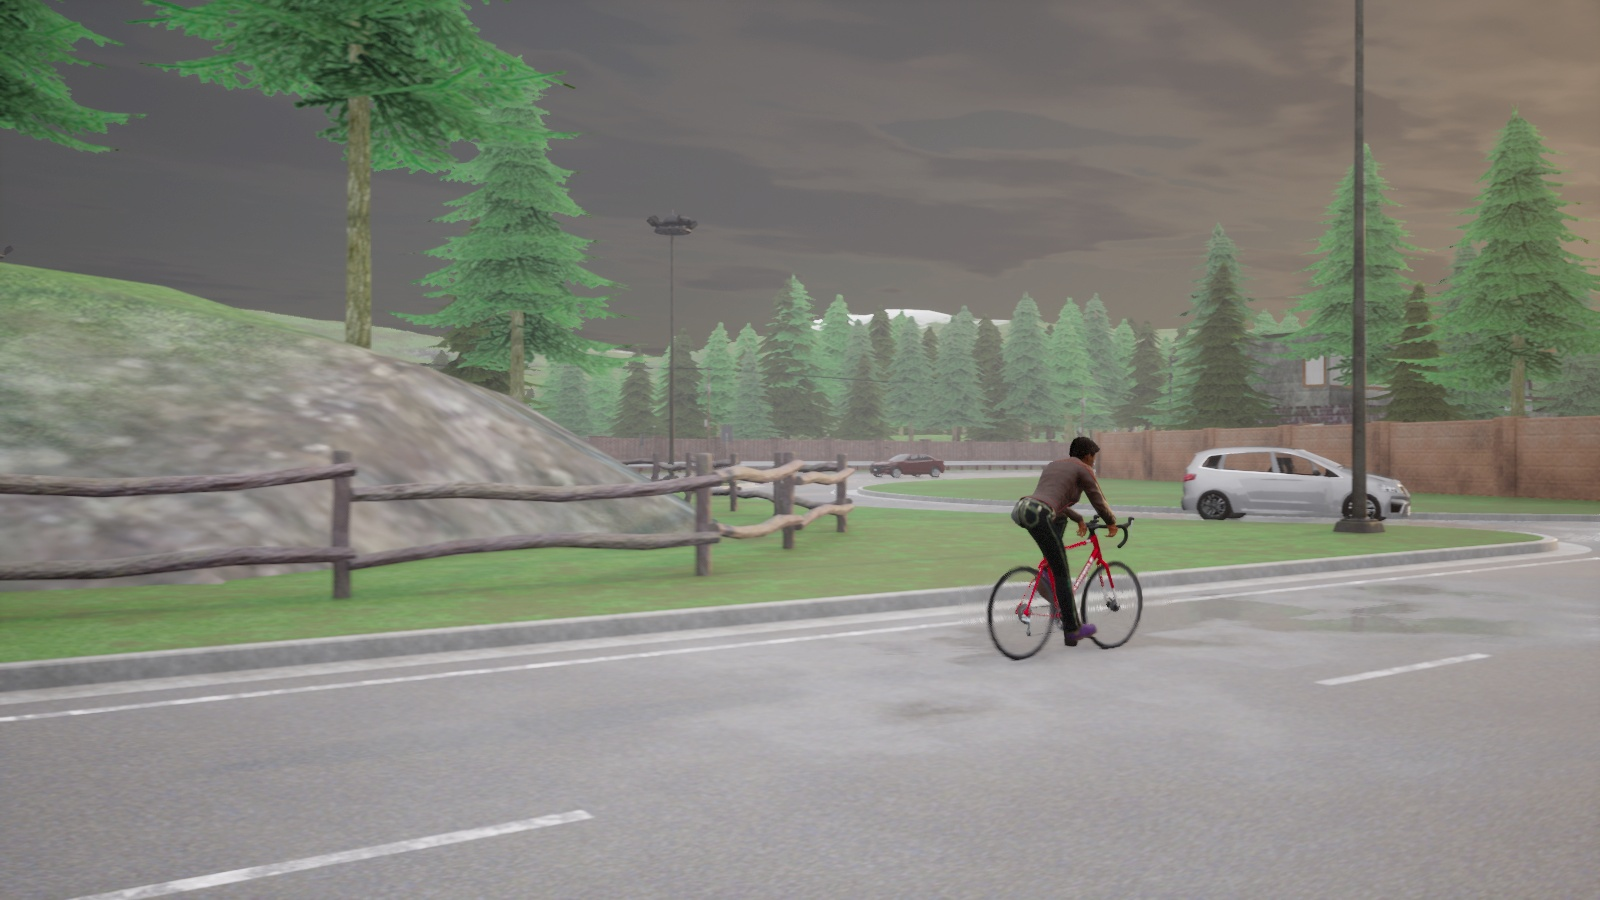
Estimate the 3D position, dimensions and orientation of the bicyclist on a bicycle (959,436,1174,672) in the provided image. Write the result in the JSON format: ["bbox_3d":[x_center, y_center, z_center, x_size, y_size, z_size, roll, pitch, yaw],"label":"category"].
[{"bbox_3d":[1.994,0.716,9.315,1.656,1.620,0.582,0,0,-35],"label":"bicyclist on a bicycle"}]

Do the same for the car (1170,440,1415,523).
[{"bbox_3d":[10.639,0.633,27.204,4.611,1.667,2.242,0,0,32],"label":"car"}]

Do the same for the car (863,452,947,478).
[{"bbox_3d":[6.387,0.895,75.991,5.008,1.535,1.882,0,0,-35],"label":"car"}]
